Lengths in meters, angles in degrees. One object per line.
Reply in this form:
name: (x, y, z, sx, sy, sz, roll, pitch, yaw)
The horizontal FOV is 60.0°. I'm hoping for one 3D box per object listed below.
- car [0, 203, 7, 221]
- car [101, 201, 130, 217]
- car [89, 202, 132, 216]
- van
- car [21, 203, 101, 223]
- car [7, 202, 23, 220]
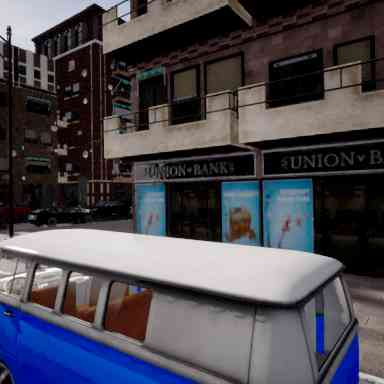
car: (-15.655, 1.449, 22.669, 2.097, 1.767, 4.553, -1, -1, 36)
car: (-8.297, 1.663, 32.760, 2.128, 1.511, 4.902, -1, -1, 36)
car: (-8.836, 1.797, 36.421, 1.947, 1.339, 4.313, -2, -1, 36)
van: (-0.534, 1.342, 3.231, 3.998, 1.788, 1.690, 0, -1, 35)
car: (-8.707, 1.583, 22.370, 1.947, 1.339, 4.313, -2, -1, 36)
car: (-15.479, 1.608, 27.310, 1.967, 1.590, 4.097, -2, -1, 36)
